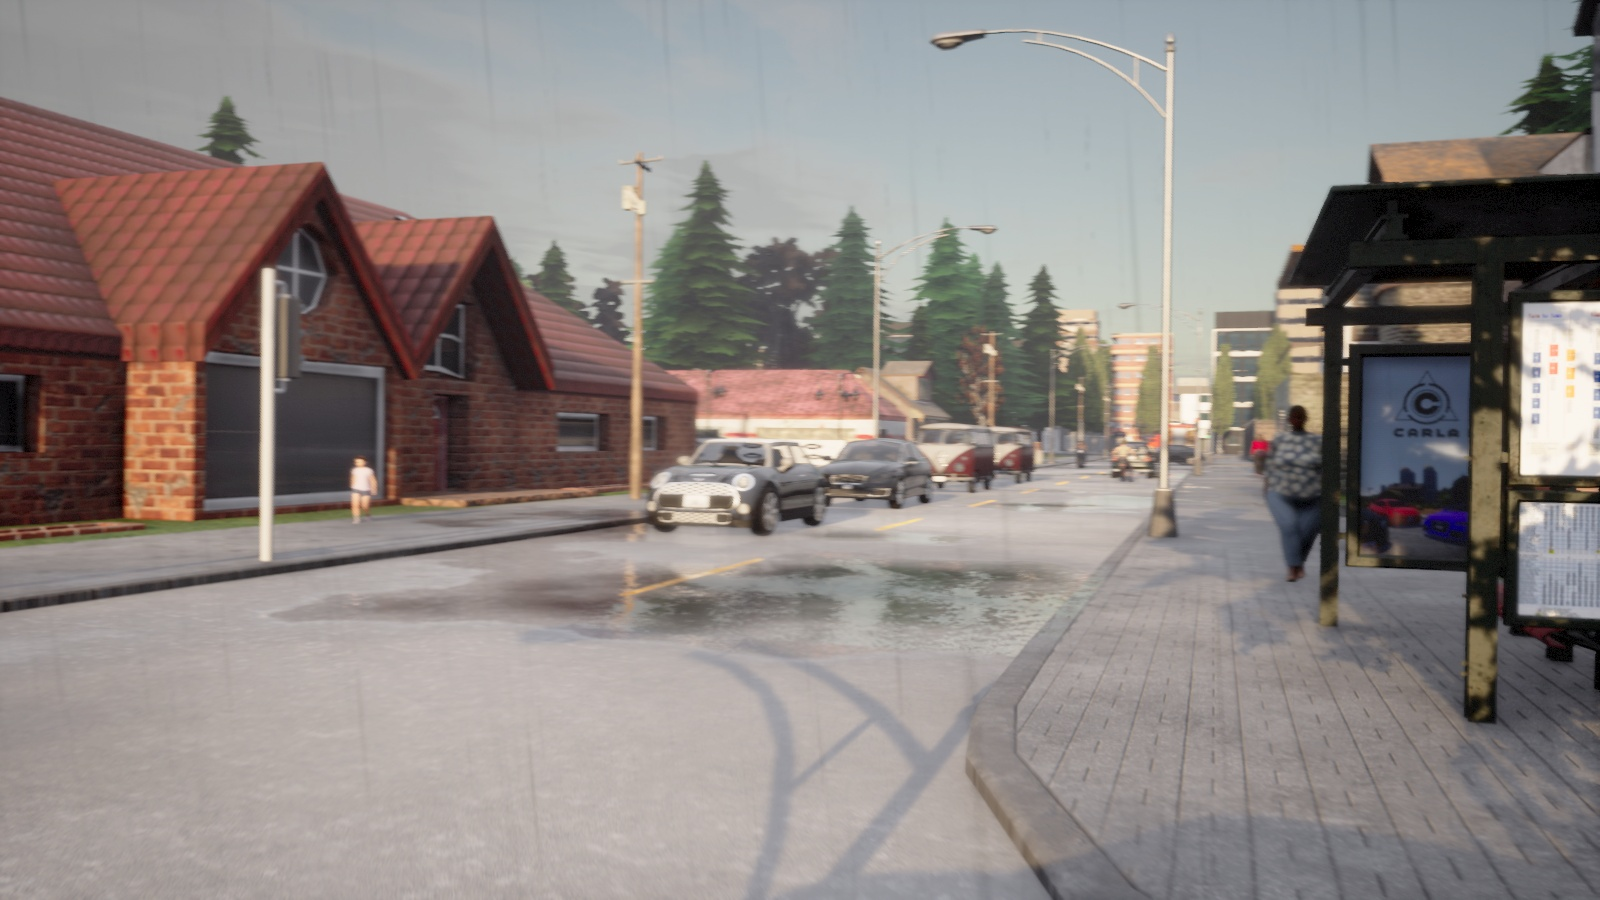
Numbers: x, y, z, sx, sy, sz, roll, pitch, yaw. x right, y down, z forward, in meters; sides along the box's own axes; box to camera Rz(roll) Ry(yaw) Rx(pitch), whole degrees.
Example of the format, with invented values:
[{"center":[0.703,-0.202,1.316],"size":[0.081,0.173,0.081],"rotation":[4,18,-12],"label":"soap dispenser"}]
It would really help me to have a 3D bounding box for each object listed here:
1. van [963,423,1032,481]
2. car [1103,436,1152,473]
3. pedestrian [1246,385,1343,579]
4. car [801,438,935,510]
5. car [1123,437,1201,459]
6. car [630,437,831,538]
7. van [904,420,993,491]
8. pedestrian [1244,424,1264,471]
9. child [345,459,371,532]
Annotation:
[{"center":[7.218,0.044,45.644],"size":[1.775,1.987,4.442],"rotation":[0,1,18],"label":"van"},{"center":[13.963,0.164,53.454],"size":[1.789,1.549,3.705],"rotation":[0,1,18],"label":"car"},{"center":[4.969,0.305,12.621],"size":[0.874,1.855,0.900],"rotation":[0,1,23],"label":"pedestrian"},{"center":[1.656,0.478,28.536],"size":[1.837,1.490,4.892],"rotation":[0,1,18],"label":"car"},{"center":[24.201,-0.117,84.119],"size":[4.674,1.442,1.812],"rotation":[0,0,-6],"label":"car"},{"center":[-1.006,0.525,20.308],"size":[1.970,1.475,3.806],"rotation":[0,1,19],"label":"car"},{"center":[4.468,0.134,37.184],"size":[1.775,1.987,4.442],"rotation":[0,1,18],"label":"van"},{"center":[18.207,-0.101,50.353],"size":[0.634,1.844,0.899],"rotation":[0,1,30],"label":"pedestrian"},{"center":[-6.808,0.690,19.343],"size":[0.255,1.110,0.394],"rotation":[0,1,-2],"label":"child"}]
